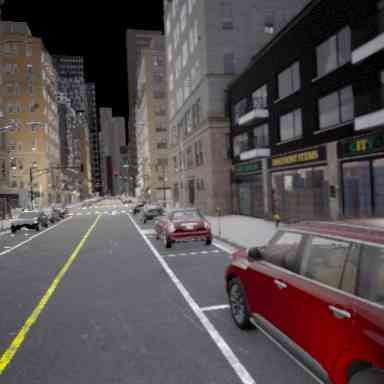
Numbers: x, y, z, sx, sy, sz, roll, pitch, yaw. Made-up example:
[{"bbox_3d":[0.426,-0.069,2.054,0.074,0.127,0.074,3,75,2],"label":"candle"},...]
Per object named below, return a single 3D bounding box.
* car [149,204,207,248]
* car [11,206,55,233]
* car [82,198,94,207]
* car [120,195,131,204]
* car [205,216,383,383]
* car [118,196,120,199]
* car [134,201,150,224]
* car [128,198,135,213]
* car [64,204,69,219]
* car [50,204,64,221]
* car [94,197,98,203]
[{"bbox_3d":[-0.529,1.389,14.681,1.967,1.590,4.097,-3,0,-13],"label":"car"},{"bbox_3d":[-11.325,1.984,23.446,1.947,1.339,4.313,-3,0,-13],"label":"car"},{"bbox_3d":[-22.273,2.324,70.289,1.802,1.307,4.206,-3,0,-13],"label":"car"},{"bbox_3d":[-13.988,1.780,72.222,1.967,1.590,4.097,-3,0,-13],"label":"car"},{"bbox_3d":[1.977,1.199,3.968,2.192,1.841,5.009,-3,0,-13],"label":"car"},{"bbox_3d":[-18.888,1.956,93.295,1.967,1.590,4.097,-3,0,-13],"label":"car"},{"bbox_3d":[-3.036,1.565,25.393,2.008,1.369,4.403,-3,0,-13],"label":"car"},{"bbox_3d":[-5.547,1.648,36.105,1.947,1.339,4.313,-3,0,-13],"label":"car"},{"bbox_3d":[-13.844,1.925,34.158,1.967,1.590,4.097,-3,0,-13],"label":"car"},{"bbox_3d":[-12.581,2.033,28.802,1.802,1.307,4.206,-3,0,-13],"label":"car"},{"bbox_3d":[-24.724,2.378,80.824,2.008,1.369,4.403,-3,0,-13],"label":"car"}]
